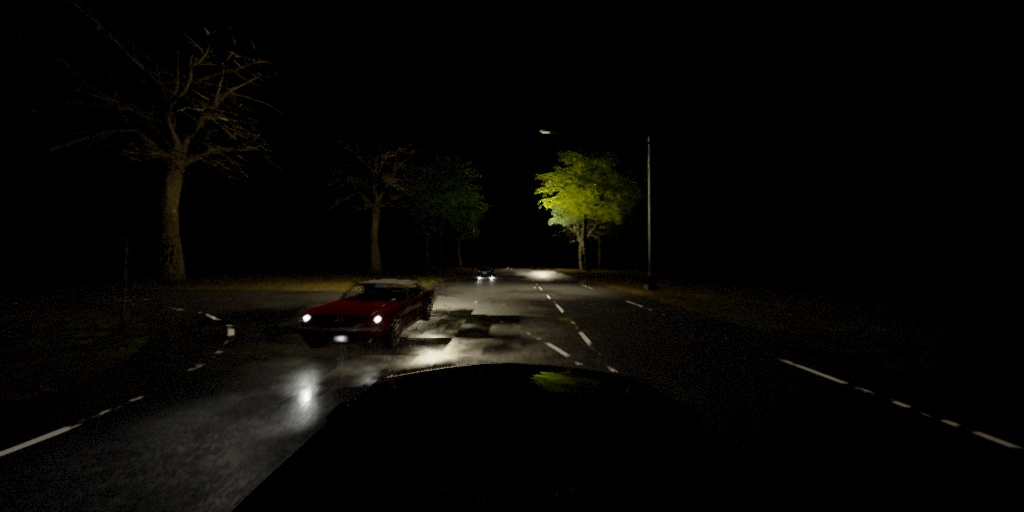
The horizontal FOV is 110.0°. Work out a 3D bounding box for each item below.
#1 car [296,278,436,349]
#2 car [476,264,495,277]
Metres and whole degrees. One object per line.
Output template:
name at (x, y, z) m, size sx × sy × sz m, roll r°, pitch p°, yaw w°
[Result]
car at (-3.420, 1.306, 9.402) m, size 1.895 × 1.301 × 4.718 m, roll 1°, pitch 1°, yaw 1°
car at (-3.186, 1.760, 43.936) m, size 1.812 × 1.442 × 4.674 m, roll 0°, pitch -1°, yaw 0°
